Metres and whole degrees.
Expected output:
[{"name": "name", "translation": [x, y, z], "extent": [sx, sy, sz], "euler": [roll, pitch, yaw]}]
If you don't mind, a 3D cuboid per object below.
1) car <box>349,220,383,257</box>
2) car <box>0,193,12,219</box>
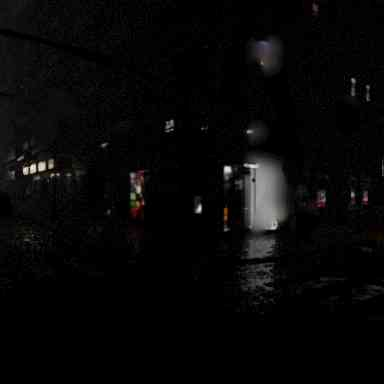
[{"name": "car", "translation": [7.466, 1.504, 11.877], "extent": [4.829, 1.417, 1.752], "euler": [0, 1, -35]}, {"name": "car", "translation": [-14.537, 0.931, 24.371], "extent": [2.192, 1.841, 5.009], "euler": [2, 0, -36]}]
